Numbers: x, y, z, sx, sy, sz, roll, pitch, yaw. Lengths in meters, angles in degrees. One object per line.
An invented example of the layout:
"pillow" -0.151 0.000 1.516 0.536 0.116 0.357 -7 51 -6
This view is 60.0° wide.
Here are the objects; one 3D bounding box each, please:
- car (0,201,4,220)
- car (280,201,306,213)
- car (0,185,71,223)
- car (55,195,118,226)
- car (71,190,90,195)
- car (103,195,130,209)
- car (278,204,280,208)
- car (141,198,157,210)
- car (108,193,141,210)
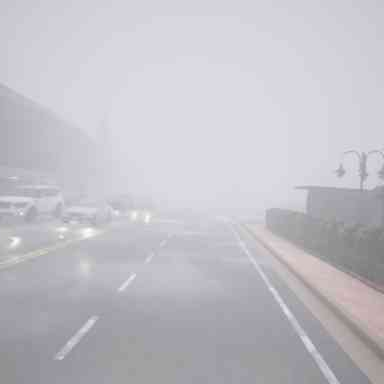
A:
"car" -6.858 1.039 7.589 1.882 1.535 5.008 4 0 3
"car" 16.781 2.313 53.340 3.866 1.878 1.905 4 0 1
"car" -9.719 0.602 20.099 2.150 2.045 5.566 4 1 3
"car" -6.223 1.144 20.283 1.812 1.442 4.674 4 0 3
"car" -9.295 0.603 26.709 1.812 1.442 4.674 4 0 3
"car" -8.727 1.109 38.864 1.895 1.301 4.718 4 0 3
"car" 16.903 2.321 56.233 4.605 1.855 1.932 4 0 1
"car" -5.278 1.302 37.994 1.895 1.301 4.718 4 0 3
"car" -5.804 0.784 26.537 1.882 1.535 5.008 4 0 3
